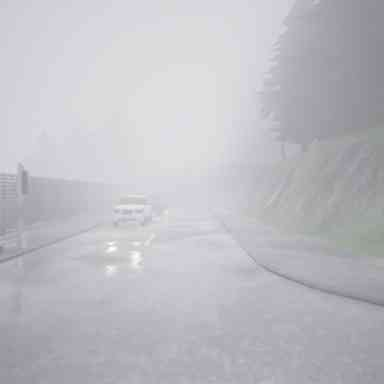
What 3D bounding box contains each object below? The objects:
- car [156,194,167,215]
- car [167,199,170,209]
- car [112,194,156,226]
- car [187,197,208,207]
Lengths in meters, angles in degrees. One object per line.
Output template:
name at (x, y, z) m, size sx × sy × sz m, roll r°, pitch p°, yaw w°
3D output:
car at (-4.087, 1.239, 34.033) m, size 2.150 × 2.045 × 5.566 m, roll 0°, pitch 0°, yaw 0°
car at (-4.058, 1.500, 44.557) m, size 1.882 × 1.535 × 5.008 m, roll 0°, pitch 0°, yaw 0°
car at (-4.099, 1.233, 23.622) m, size 2.150 × 2.045 × 5.566 m, roll 0°, pitch 0°, yaw 0°
car at (0.829, 1.554, 52.593) m, size 1.812 × 1.442 × 4.674 m, roll 0°, pitch 0°, yaw 26°
